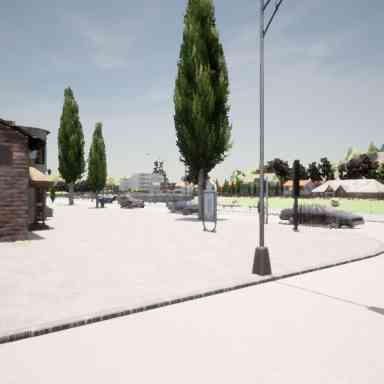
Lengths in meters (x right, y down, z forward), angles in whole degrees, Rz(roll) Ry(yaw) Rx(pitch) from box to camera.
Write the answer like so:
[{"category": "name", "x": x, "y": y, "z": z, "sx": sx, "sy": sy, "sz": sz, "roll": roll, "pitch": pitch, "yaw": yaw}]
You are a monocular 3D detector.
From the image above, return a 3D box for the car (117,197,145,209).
[{"category": "car", "x": -7.911, "y": 1.564, "z": 44.422, "sx": 1.994, "sy": 1.385, "sz": 4.181, "roll": 0, "pitch": 0, "yaw": -36}]

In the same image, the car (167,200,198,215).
[{"category": "car", "x": -0.508, "y": 1.547, "z": 34.100, "sx": 2.033, "sy": 1.411, "sz": 5.357, "roll": 0, "pitch": 0, "yaw": -36}]

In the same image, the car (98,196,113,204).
[{"category": "car", "x": -16.897, "y": 1.477, "z": 64.089, "sx": 1.882, "sy": 1.535, "sz": 5.008, "roll": 0, "pitch": 0, "yaw": -36}]

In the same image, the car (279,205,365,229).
[{"category": "car", "x": 8.336, "y": 1.547, "z": 21.889, "sx": 2.033, "sy": 1.411, "sz": 5.357, "roll": 0, "pitch": 0, "yaw": -37}]

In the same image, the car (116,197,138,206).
[{"category": "car", "x": -10.938, "y": 1.525, "z": 55.800, "sx": 1.812, "sy": 1.442, "sz": 4.674, "roll": 0, "pitch": 0, "yaw": -36}]
